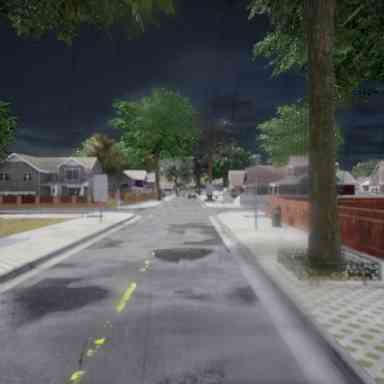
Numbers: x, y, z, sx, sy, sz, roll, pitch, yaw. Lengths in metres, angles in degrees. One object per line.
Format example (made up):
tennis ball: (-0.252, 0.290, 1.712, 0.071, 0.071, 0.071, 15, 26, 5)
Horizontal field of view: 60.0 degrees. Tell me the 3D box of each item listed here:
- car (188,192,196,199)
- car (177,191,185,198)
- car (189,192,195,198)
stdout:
car: (-0.004, 0.807, 79.037, 2.097, 1.767, 4.553, 0, 0, 0)
car: (-2.754, 0.574, 82.819, 2.128, 1.511, 4.902, 0, 0, 0)
car: (-0.004, 0.768, 89.070, 1.812, 1.442, 4.674, 0, 0, 0)
